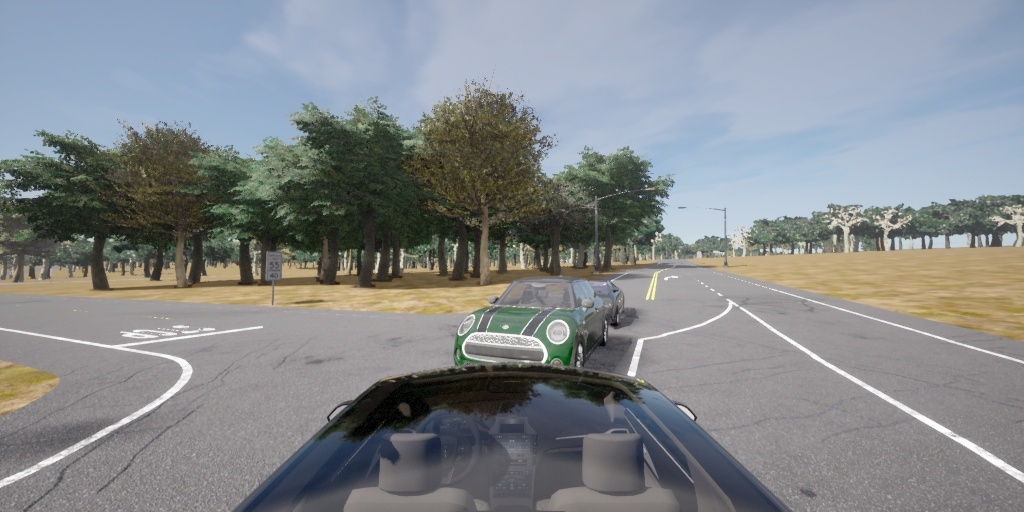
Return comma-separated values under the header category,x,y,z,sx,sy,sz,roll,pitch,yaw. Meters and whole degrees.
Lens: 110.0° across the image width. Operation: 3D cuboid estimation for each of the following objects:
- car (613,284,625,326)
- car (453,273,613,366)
category,x,y,z,sx,sy,sz,roll,pitch,yaw
car,2.901,1.554,12.901,1.994,1.385,4.181,-2,0,22
car,0.678,1.222,7.468,2.097,1.767,4.553,-1,-2,22
